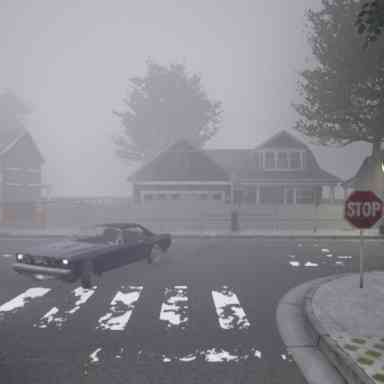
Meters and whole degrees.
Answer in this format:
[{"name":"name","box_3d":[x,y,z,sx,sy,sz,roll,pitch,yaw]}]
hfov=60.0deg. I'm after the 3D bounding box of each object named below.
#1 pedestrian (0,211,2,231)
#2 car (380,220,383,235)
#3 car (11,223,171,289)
[{"name":"pedestrian","box_3d":[-9.787,1.340,16.756,0.375,1.300,0.375,0,0,-1]},{"name":"car","box_3d":[11.073,1.255,14.070,5.566,2.045,2.150,0,1,-1]},{"name":"car","box_3d":[-2.510,1.601,9.483,1.895,1.301,4.718,0,0,25]}]
